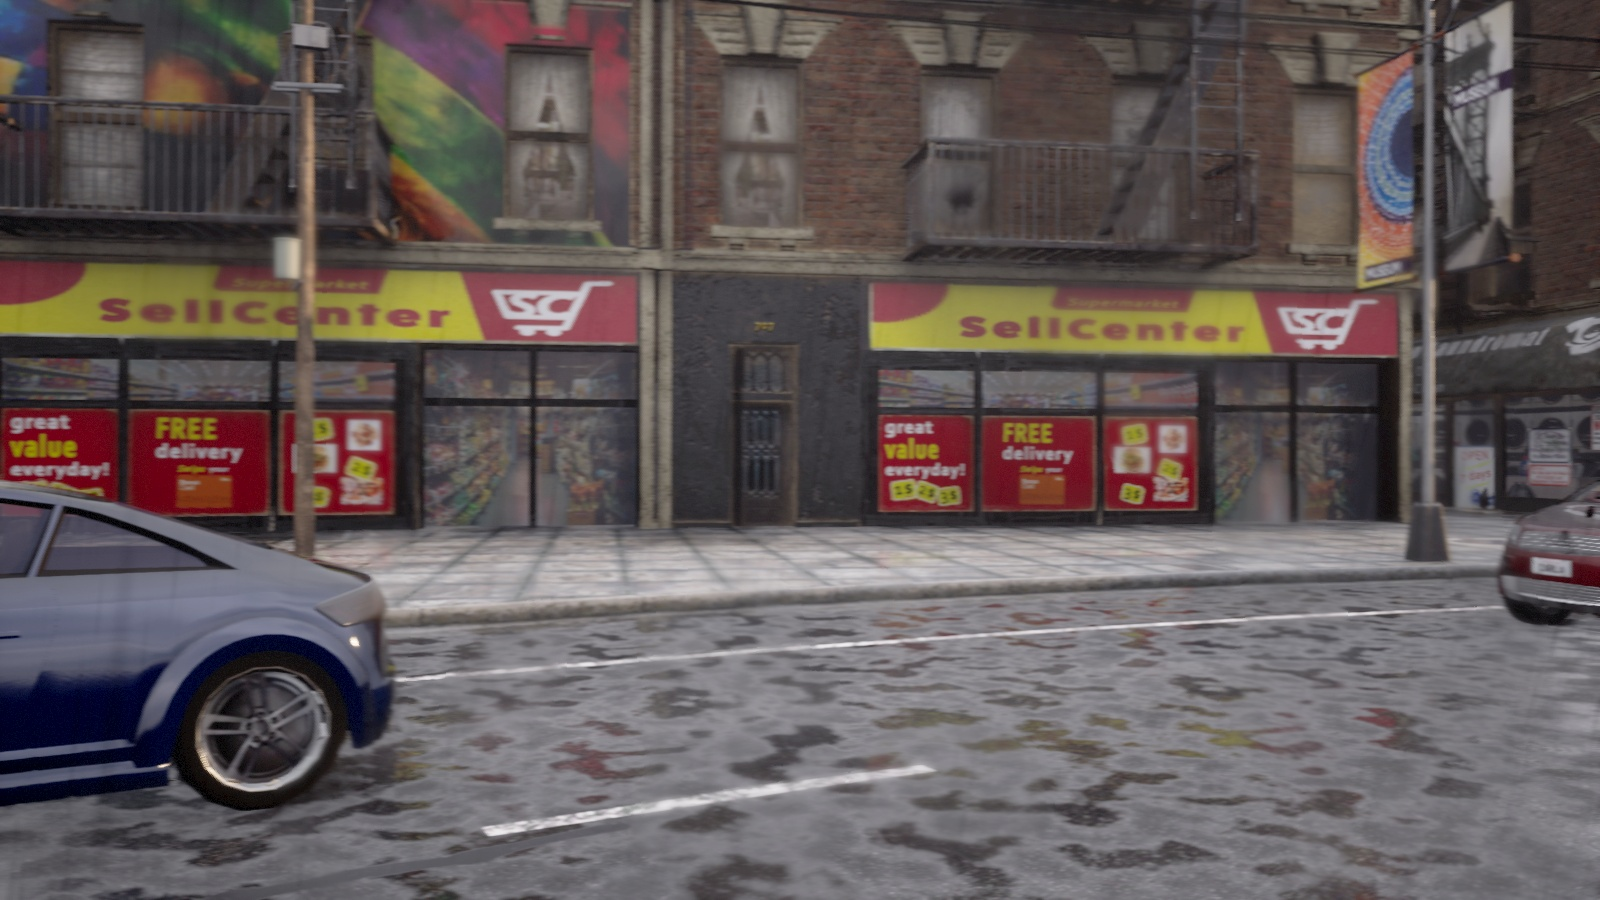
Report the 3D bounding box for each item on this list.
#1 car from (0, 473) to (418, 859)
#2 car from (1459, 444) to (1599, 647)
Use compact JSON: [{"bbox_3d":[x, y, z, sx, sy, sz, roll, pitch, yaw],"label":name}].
[{"bbox_3d":[-3.959,0.822,5.190,4.181,1.385,1.994,0,0,-32],"label":"car"},{"bbox_3d":[7.754,0.727,10.526,3.705,1.549,1.789,0,0,-14],"label":"car"}]
